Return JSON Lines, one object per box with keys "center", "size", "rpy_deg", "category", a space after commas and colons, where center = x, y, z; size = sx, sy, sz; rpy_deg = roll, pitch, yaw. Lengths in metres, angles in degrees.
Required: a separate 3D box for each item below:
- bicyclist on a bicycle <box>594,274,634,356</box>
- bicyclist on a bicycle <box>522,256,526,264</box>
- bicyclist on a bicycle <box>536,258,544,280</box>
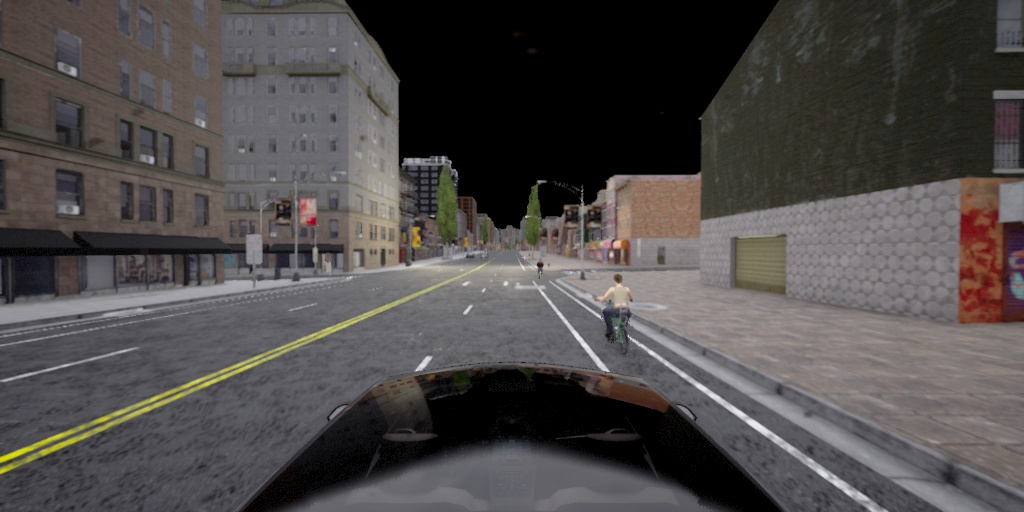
{"center": [2.234, 1.183, 7.665], "size": [0.866, 1.612, 1.509], "rpy_deg": [0, 0, 0], "category": "bicyclist on a bicycle"}
{"center": [2.274, 0.706, 64.012], "size": [0.866, 1.612, 1.509], "rpy_deg": [0, 1, 0], "category": "bicyclist on a bicycle"}
{"center": [2.253, 1.065, 28.795], "size": [0.659, 1.776, 1.843], "rpy_deg": [0, 0, 0], "category": "bicyclist on a bicycle"}
